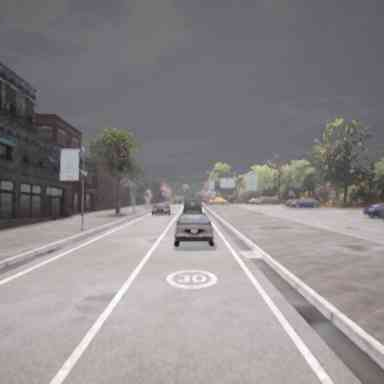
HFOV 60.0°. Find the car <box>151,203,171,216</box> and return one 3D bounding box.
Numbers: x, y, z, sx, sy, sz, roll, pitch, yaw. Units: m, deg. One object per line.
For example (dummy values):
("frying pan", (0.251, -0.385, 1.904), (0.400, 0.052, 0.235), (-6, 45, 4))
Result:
("car", (-3.364, 1.878, 36.985), (1.994, 1.385, 4.181), (0, 0, 0))

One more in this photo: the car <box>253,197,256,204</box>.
("car", (18.670, 2.324, 82.521), (5.366, 1.575, 1.946), (0, -1, 0))

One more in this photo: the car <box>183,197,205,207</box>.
("car", (0.080, 1.564, 40.019), (2.150, 2.045, 5.566), (0, 0, 0))

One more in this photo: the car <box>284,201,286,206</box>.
("car", (18.656, 1.984, 58.935), (4.674, 1.452, 2.002), (0, 0, 0))

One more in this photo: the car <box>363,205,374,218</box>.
("car", (18.689, 1.758, 31.430), (4.674, 1.452, 2.002), (0, 0, 0))

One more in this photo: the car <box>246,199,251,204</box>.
("car", (18.385, 2.329, 90.902), (5.566, 2.045, 2.435), (0, -2, -1))

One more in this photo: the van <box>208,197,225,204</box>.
("van", (6.301, 2.205, 86.230), (4.442, 1.987, 1.878), (0, -2, 0))

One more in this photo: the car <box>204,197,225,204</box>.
("car", (6.153, 2.381, 92.419), (5.566, 2.045, 2.435), (0, -2, -1))

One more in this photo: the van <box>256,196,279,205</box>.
("van", (18.392, 2.031, 79.731), (4.442, 1.987, 1.878), (0, -1, 0))

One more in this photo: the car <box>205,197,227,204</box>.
("car", (6.051, 2.264, 80.268), (5.366, 1.575, 1.946), (0, -1, 0))

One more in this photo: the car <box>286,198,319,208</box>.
("car", (18.728, 1.791, 55.766), (4.553, 1.767, 2.185), (0, -1, 0))

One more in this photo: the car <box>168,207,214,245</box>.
("car", (0.091, 1.688, 16.373), (2.033, 1.411, 5.357), (0, 0, 0))

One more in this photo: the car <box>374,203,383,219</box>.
("car", (18.686, 1.693, 28.154), (4.892, 1.521, 2.231), (0, 0, 0))

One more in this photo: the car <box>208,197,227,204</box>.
("car", (6.242, 2.215, 83.190), (4.553, 1.767, 2.185), (0, -1, 0))

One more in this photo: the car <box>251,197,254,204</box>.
("car", (18.648, 2.398, 85.182), (5.366, 1.575, 1.946), (0, -2, 0))
